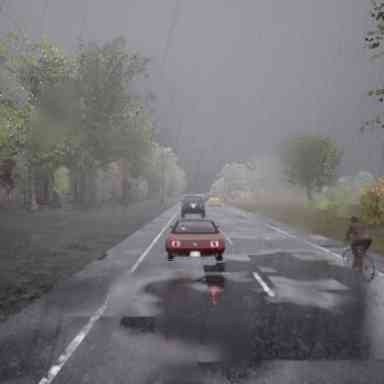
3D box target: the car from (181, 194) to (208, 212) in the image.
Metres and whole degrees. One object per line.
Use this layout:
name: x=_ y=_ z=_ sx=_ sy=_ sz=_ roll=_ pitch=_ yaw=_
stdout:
car: x=0.118 y=1.331 z=31.143 sx=2.150 sy=2.045 sz=5.566 roll=0 pitch=0 yaw=0

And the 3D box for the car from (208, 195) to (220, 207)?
car: x=3.634 y=1.674 z=55.153 sx=1.882 sy=1.535 sz=5.008 roll=0 pitch=0 yaw=0

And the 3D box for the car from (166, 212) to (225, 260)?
car: x=0.105 y=1.645 z=12.550 sx=1.895 sy=1.301 sz=4.718 roll=0 pitch=0 yaw=0

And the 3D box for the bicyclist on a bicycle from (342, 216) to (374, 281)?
bicyclist on a bicycle: x=4.472 y=1.485 z=9.000 sx=0.582 sy=1.620 sz=1.656 roll=0 pitch=-1 yaw=0
